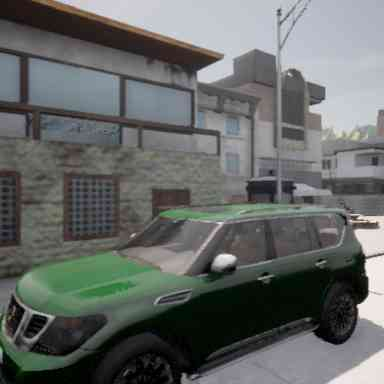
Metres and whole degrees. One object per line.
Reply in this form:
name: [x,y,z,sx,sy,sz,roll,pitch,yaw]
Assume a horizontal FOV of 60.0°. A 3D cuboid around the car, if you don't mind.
car: [0.371,1.223,4.872,5.566,2.045,2.150,0,0,-36]
